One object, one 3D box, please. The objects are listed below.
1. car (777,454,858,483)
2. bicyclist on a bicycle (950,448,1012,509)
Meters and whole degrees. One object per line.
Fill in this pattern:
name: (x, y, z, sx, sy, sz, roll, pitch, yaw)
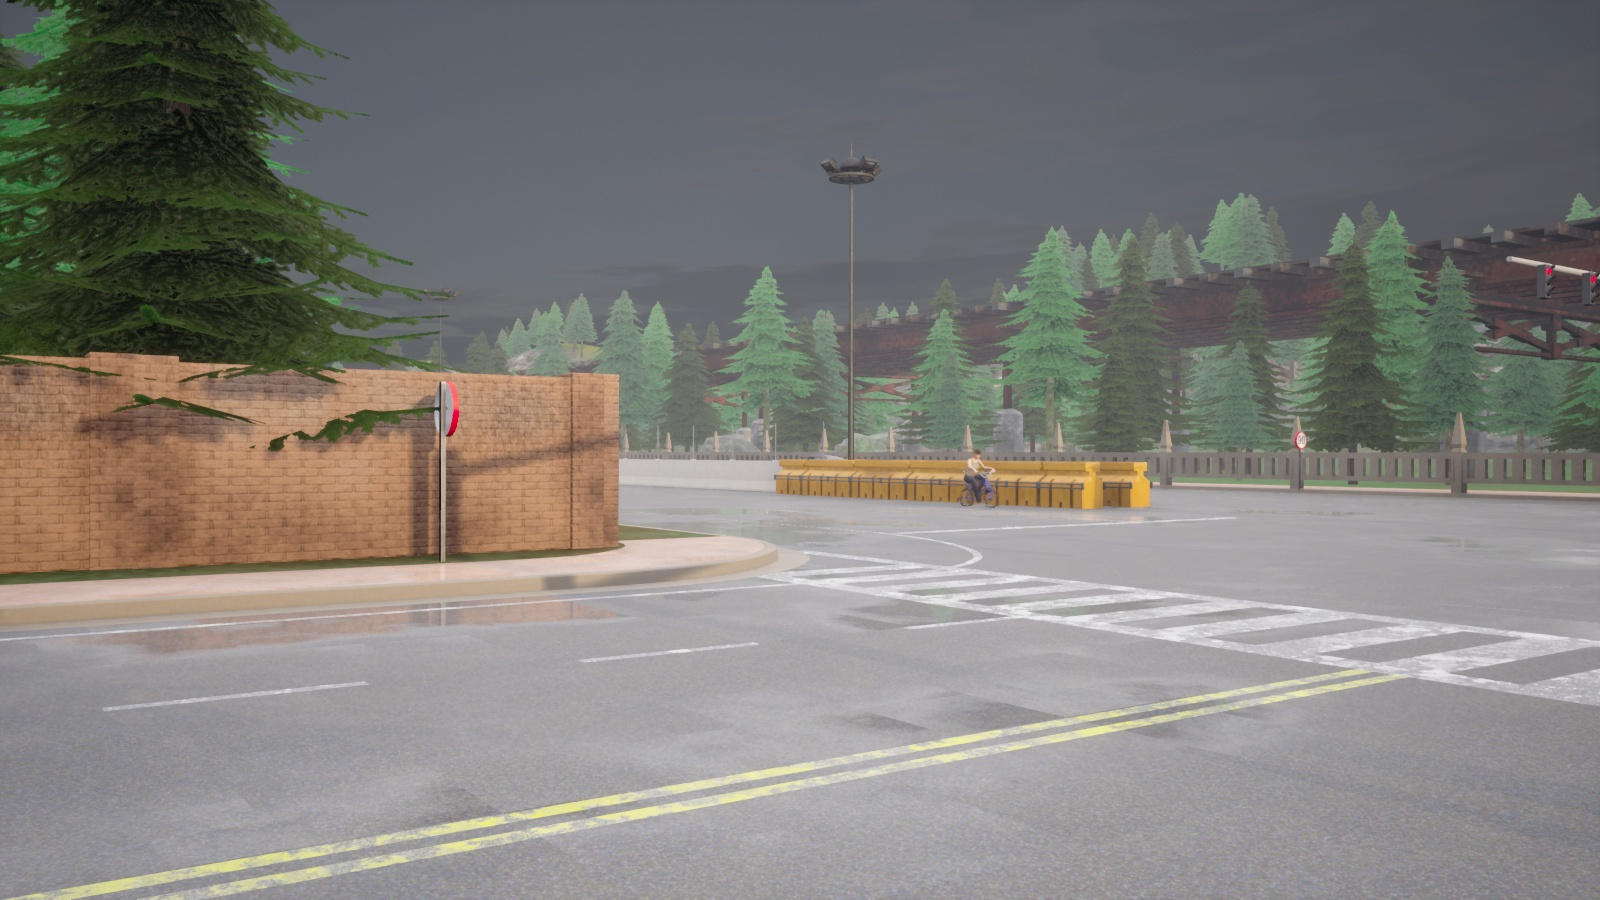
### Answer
car: (0.863, 0.926, 64.502, 1.812, 1.442, 4.674, 0, 0, -35)
bicyclist on a bicycle: (4.901, 0.754, 33.983, 0.866, 1.612, 1.509, 0, 0, -34)
